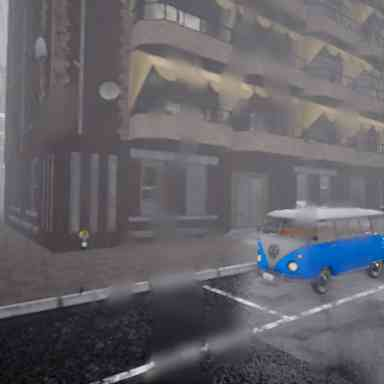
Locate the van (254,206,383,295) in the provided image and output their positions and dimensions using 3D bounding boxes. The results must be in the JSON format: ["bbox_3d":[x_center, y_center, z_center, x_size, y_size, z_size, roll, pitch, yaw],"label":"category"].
[{"bbox_3d":[3.395,1.322,8.453,3.998,1.788,1.690,0,2,-35],"label":"van"}]
